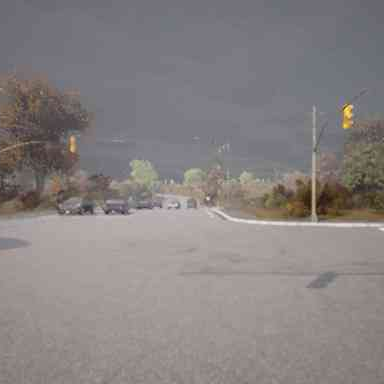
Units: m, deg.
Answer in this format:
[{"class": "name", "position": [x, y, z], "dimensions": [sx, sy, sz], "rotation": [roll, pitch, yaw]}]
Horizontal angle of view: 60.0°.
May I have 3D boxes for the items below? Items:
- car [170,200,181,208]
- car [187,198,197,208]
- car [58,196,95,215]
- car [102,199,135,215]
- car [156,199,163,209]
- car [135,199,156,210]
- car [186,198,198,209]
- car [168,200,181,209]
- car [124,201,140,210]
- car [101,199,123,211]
[{"class": "car", "position": [-3.512, 2.570, 72.564], "dimensions": [2.097, 1.767, 4.553], "rotation": [0, -2, 0]}, {"class": "car", "position": [-0.012, 2.442, 72.630], "dimensions": [2.150, 2.045, 5.566], "rotation": [0, -2, 0]}, {"class": "car", "position": [-10.644, 1.189, 30.858], "dimensions": [2.097, 1.767, 4.553], "rotation": [0, -1, 2]}, {"class": "car", "position": [-7.123, 1.401, 32.177], "dimensions": [2.033, 1.411, 5.357], "rotation": [0, -1, -3]}, {"class": "car", "position": [-7.011, 2.430, 66.309], "dimensions": [2.150, 2.045, 5.566], "rotation": [0, -2, 0]}, {"class": "car", "position": [-7.059, 1.969, 49.793], "dimensions": [2.033, 1.411, 5.357], "rotation": [0, -2, 0]}, {"class": "car", "position": [-0.011, 2.435, 62.151], "dimensions": [2.128, 1.511, 4.902], "rotation": [0, -2, 0]}, {"class": "car", "position": [-3.510, 2.563, 62.593], "dimensions": [1.895, 1.301, 4.718], "rotation": [0, -2, 0]}, {"class": "car", "position": [-10.548, 2.291, 58.580], "dimensions": [1.837, 1.490, 4.892], "rotation": [0, -1, 1]}, {"class": "car", "position": [-10.590, 1.721, 44.381], "dimensions": [1.812, 1.442, 4.674], "rotation": [0, -2, 0]}]
